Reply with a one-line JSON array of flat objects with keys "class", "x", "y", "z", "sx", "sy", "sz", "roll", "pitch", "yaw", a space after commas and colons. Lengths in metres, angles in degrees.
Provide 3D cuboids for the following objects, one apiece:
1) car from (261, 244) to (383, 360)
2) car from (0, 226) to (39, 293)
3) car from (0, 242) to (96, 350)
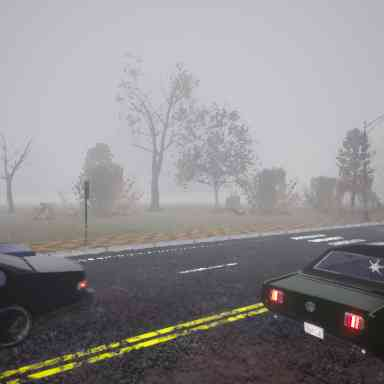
[{"class": "car", "x": 3.494, "y": 1.600, "z": 5.795, "sx": 4.718, "sy": 1.301, "sz": 1.895, "roll": 0, "pitch": 0, "yaw": -35}, {"class": "car", "x": -6.106, "y": 1.601, "z": 7.290, "sx": 4.718, "sy": 1.301, "sz": 1.895, "roll": 0, "pitch": 0, "yaw": -35}, {"class": "car", "x": -4.188, "y": 1.548, "z": 4.679, "sx": 5.357, "sy": 1.411, "sz": 2.033, "roll": 0, "pitch": 0, "yaw": -35}]
